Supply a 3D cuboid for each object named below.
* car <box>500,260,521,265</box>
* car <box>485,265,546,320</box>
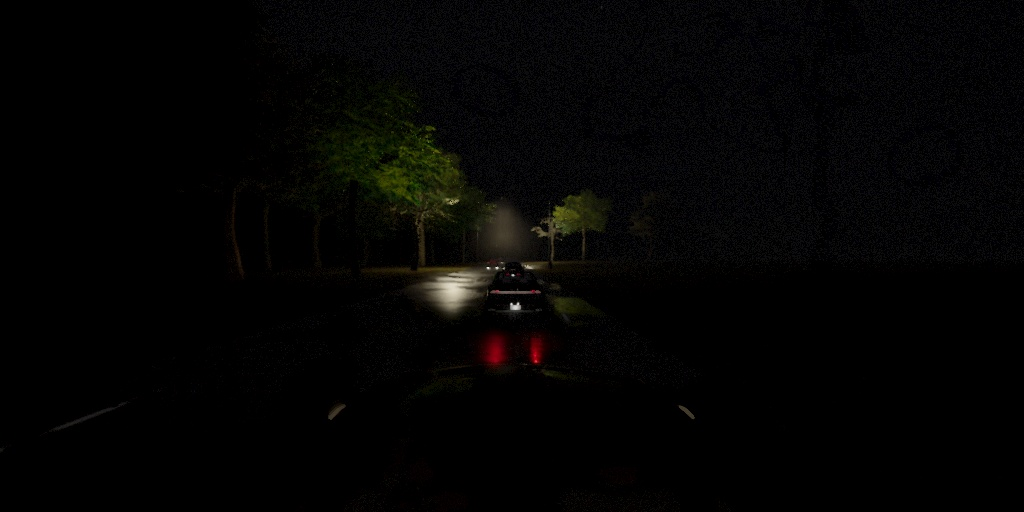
[{"bbox_3d":[0.097,1.268,30.905,1.837,1.490,4.892,0,0,0],"label":"car"},{"bbox_3d":[0.100,1.247,12.573,2.128,1.511,4.902,0,0,0],"label":"car"}]
